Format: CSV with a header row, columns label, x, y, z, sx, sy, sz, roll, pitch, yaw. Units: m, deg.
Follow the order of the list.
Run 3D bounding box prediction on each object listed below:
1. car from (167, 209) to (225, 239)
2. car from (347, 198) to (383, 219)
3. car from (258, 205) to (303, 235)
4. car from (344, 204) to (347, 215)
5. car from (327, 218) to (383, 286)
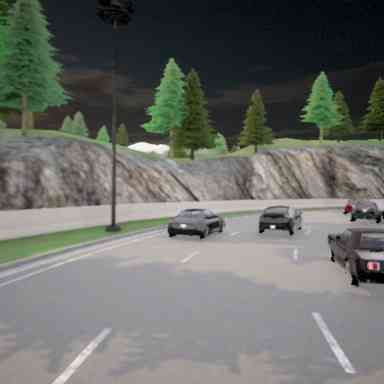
label,x,y,z,sx,sy,sz,roll,pitch,yaw
car,0.329,1.561,17.495,1.994,1.385,4.181,0,0,22
car,14.494,1.476,26.900,2.097,1.767,4.553,1,0,40
car,5.204,1.546,19.277,1.837,1.490,4.892,0,0,26
car,17.932,1.505,34.986,4.553,1.767,2.097,1,0,-40
car,5.041,1.644,9.239,1.895,1.301,4.718,1,0,14
